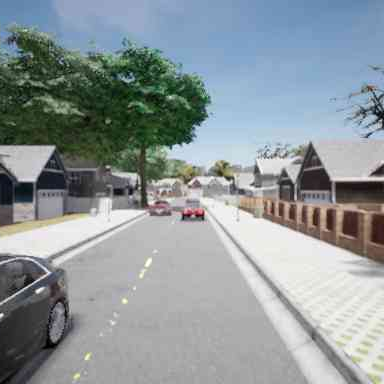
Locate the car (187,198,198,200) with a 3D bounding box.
[{"bbox_3d":[0.064,1.454,40.324,2.128,1.511,4.902,0,0,0],"label":"car"}]

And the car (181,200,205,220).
[{"bbox_3d":[0.080,1.577,27.809,1.895,1.301,4.718,0,0,0],"label":"car"}]

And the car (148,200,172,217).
[{"bbox_3d":[-2.866,1.498,31.372,1.812,1.442,4.674,0,0,0],"label":"car"}]

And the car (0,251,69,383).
[{"bbox_3d":[-2.853,1.505,3.443,1.837,1.490,4.892,0,-1,0],"label":"car"}]
